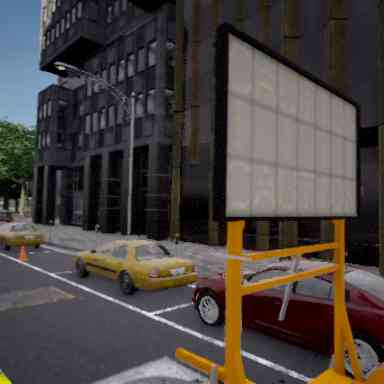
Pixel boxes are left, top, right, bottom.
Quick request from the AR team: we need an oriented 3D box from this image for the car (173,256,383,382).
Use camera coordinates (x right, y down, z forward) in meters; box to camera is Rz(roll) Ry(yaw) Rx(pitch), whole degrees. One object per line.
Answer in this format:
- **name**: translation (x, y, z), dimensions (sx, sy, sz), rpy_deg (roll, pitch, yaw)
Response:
- **car**: translation (1.921, 1.891, 5.924), dimensions (1.887, 1.381, 4.507), rpy_deg (4, -4, -44)

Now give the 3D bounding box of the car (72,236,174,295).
- **car**: translation (-1.959, 1.986, 9.972), dimensions (1.752, 1.417, 4.829), rpy_deg (4, -4, -44)

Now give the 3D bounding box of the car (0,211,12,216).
- **car**: translation (-13.125, 2.107, 21.630), dimensions (2.192, 1.841, 5.009), rpy_deg (4, -4, -44)

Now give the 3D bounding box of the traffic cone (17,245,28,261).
- **traffic cone**: translation (-6.935, 2.489, 13.634), dimensions (0.340, 0.580, 0.340), rpy_deg (4, -4, -44)

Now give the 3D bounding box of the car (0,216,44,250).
- **car**: translation (-9.484, 2.209, 17.819), dimensions (1.752, 1.417, 4.829), rpy_deg (4, -4, -44)

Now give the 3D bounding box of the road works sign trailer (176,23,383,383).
- **road works sign trailer**: translation (0.848, 0.650, 3.135), dimensions (2.380, 3.560, 2.880), rpy_deg (4, -4, -44)
